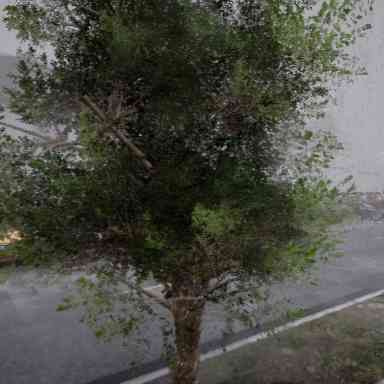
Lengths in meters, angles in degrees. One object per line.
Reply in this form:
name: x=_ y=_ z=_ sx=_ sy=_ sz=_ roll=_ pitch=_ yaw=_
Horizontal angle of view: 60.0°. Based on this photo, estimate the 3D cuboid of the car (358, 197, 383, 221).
car: x=12.262 y=1.358 z=25.255 sx=4.792 sy=1.488 sz=2.163 roll=-1 pitch=-1 yaw=35

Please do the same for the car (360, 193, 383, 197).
car: x=14.703 y=1.051 z=27.001 sx=5.566 sy=2.045 sz=2.435 roll=-1 pitch=-1 yaw=35

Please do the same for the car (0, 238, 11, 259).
car: x=-7.175 y=1.486 z=11.230 sx=5.366 sy=1.575 sz=1.946 roll=-1 pitch=-1 yaw=35
